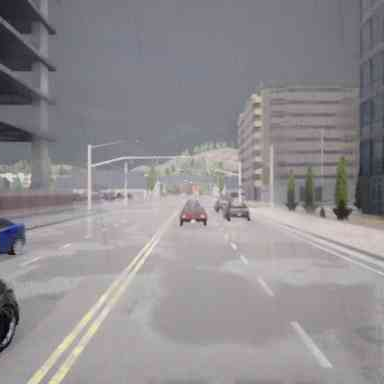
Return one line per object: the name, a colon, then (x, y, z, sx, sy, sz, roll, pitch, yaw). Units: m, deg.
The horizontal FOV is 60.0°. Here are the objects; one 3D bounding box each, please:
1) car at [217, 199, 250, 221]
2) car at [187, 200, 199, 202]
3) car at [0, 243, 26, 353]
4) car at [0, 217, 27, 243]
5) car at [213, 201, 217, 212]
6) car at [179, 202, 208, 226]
car: (3.592, 1.518, 27.611, 2.128, 1.511, 4.902, 0, 0, 0)
car: (0.081, 1.583, 37.231, 2.033, 1.411, 5.357, 0, 0, 0)
car: (-3.587, 1.567, 3.307, 1.994, 1.385, 4.181, 0, 0, 0)
car: (-7.095, 1.489, 10.350, 1.882, 1.535, 5.008, 0, 0, 0)
car: (3.583, 1.562, 38.649, 1.812, 1.442, 4.674, 0, 0, 0)
car: (0.094, 1.624, 23.876, 1.895, 1.301, 4.718, 0, 0, 0)
